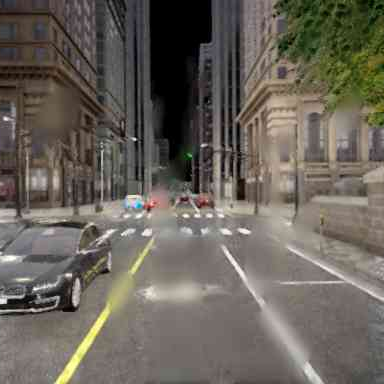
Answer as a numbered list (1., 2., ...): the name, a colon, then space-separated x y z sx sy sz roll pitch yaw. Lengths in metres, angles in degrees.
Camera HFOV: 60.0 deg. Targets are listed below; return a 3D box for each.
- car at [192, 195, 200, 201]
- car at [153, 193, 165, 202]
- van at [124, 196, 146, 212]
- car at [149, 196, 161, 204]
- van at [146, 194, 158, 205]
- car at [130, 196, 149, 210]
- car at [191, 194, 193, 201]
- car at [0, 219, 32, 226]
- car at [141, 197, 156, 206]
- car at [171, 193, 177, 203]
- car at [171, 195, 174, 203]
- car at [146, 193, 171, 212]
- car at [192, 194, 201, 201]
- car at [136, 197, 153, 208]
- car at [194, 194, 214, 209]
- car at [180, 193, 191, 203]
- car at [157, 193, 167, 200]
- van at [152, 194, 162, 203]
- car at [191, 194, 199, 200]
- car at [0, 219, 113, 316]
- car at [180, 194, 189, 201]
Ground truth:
1. car: 0.910 1.405 81.286 1.802 1.307 4.206 0 0 -1
2. car: -7.488 1.224 75.641 2.192 1.841 5.009 0 0 -1
3. van: -6.598 1.302 37.563 1.690 1.788 3.998 0 0 -1
4. car: -7.232 1.467 64.762 1.887 1.381 4.507 0 0 -1
5. van: -7.107 1.271 59.322 1.690 1.788 3.998 0 0 -1
6. car: -6.724 1.392 43.002 1.967 1.590 4.097 0 0 -1
7. car: 1.290 1.394 64.968 2.008 1.369 4.403 0 0 -1
8. car: -5.973 1.588 10.913 1.947 1.339 4.313 0 0 -1
9. car: -6.978 1.502 53.882 1.947 1.339 4.313 0 0 -1
10. car: -4.486 1.118 65.316 2.150 2.045 5.566 -1 0 -1
11. car: -4.174 1.517 49.845 1.895 1.301 4.718 -1 0 -1
12. car: -3.929 1.157 38.200 2.150 2.045 5.566 -1 0 -2
13. car: 1.035 1.270 75.846 1.967 1.590 4.097 0 0 -1
14. car: -6.851 1.488 48.442 1.887 1.381 4.507 0 0 -1
15. car: 1.797 1.188 43.210 2.192 1.841 5.009 0 0 -1
16. car: -1.552 1.340 68.294 1.882 1.535 5.008 -1 0 -1
17. car: -7.742 1.210 86.520 2.192 1.841 5.009 0 0 -1
18. van: -7.361 1.257 70.201 1.690 1.788 3.998 0 0 -1
19. car: 0.782 1.361 86.724 1.887 1.381 4.507 -1 0 -1
20. car: -3.140 1.510 7.806 1.837 1.490 4.892 -1 0 -1
21. car: -1.796 1.254 78.711 1.882 1.535 5.008 -1 0 -1
